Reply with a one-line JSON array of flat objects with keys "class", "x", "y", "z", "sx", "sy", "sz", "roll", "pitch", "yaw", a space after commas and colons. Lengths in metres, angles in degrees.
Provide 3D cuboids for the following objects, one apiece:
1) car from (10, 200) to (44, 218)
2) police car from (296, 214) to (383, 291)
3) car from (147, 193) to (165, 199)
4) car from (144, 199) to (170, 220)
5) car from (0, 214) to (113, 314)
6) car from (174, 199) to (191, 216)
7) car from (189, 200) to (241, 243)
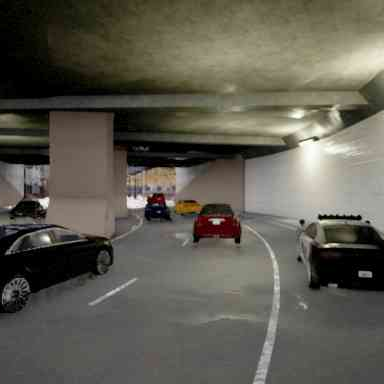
[{"class": "car", "x": -13.695, "y": 1.461, "z": 27.810, "sx": 1.837, "sy": 1.490, "sz": 4.892, "roll": 0, "pitch": 0, "yaw": -14}, {"class": "police car", "x": 3.997, "y": 1.424, "z": 9.111, "sx": 1.930, "sy": 1.638, "sz": 5.238, "roll": 0, "pitch": 0, "yaw": 13}, {"class": "car", "x": -5.470, "y": 1.174, "z": 50.312, "sx": 2.150, "sy": 2.045, "sz": 5.566, "roll": 0, "pitch": 0, "yaw": -17}, {"class": "car", "x": -3.021, "y": 1.539, "z": 28.201, "sx": 1.994, "sy": 1.385, "sz": 4.181, "roll": 0, "pitch": 0, "yaw": -11}, {"class": "car", "x": -3.659, "y": 1.480, "z": 7.700, "sx": 2.128, "sy": 1.511, "sz": 4.902, "roll": 0, "pitch": 0, "yaw": 17}, {"class": "car", "x": -0.520, "y": 1.452, "z": 32.961, "sx": 1.882, "sy": 1.535, "sz": 5.008, "roll": 0, "pitch": 0, "yaw": -14}, {"class": "car", "x": 1.250, "y": 1.341, "z": 16.269, "sx": 2.097, "sy": 1.767, "sz": 4.553, "roll": 0, "pitch": 0, "yaw": 5}]
